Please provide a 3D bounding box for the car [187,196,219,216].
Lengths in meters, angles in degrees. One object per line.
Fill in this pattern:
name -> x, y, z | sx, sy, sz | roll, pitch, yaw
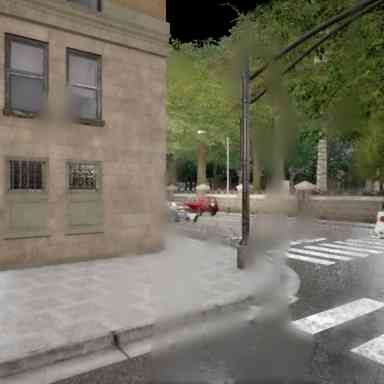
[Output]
car -> 0.507, 1.285, 31.760 | 2.192, 1.841, 5.009 | 0, 0, -35

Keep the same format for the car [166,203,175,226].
car -> -3.260, 1.544, 22.222 | 1.947, 1.339, 4.313 | 0, 0, -35

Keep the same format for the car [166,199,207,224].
car -> -1.383, 1.469, 24.351 | 2.128, 1.511, 4.902 | 0, 0, -35

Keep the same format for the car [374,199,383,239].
car -> 10.163, 1.220, 12.744 | 5.566, 2.045, 2.150 | 0, 0, 28
